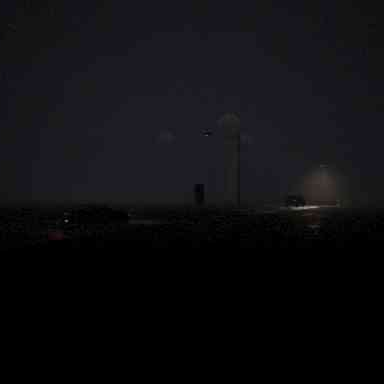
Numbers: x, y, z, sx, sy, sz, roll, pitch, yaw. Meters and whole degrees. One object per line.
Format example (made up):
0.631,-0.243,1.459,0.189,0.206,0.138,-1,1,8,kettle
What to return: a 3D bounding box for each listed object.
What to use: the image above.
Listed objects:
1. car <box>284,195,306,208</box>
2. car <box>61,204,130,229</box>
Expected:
17.279,1.523,55.632,2.150,2.045,5.566,1,0,36,car
-6.326,1.572,22.428,2.128,1.511,4.902,1,0,35,car
